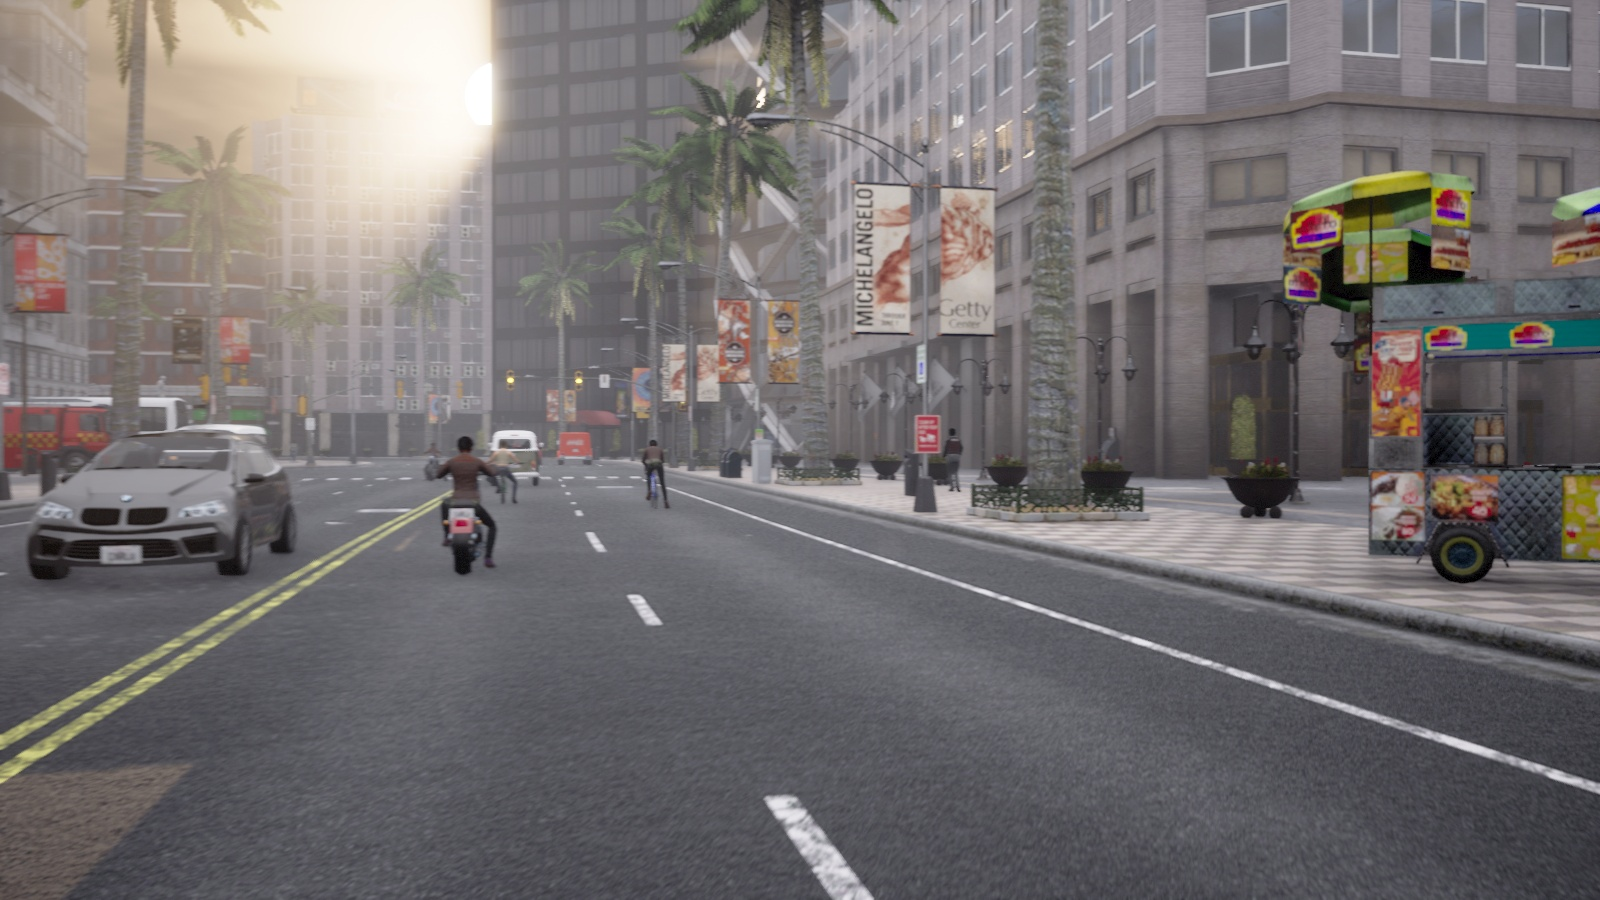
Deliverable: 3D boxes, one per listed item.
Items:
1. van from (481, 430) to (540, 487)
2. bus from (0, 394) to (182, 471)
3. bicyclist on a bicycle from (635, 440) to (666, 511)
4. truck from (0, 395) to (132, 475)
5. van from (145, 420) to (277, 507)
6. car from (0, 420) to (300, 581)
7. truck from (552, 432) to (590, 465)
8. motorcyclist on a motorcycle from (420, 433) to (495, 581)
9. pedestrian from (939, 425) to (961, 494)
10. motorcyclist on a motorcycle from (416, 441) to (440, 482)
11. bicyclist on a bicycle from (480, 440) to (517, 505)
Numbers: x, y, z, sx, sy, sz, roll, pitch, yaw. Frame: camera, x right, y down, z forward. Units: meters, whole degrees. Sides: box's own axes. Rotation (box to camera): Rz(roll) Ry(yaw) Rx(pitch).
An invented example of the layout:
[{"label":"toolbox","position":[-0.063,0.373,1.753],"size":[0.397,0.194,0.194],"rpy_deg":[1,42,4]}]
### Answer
[{"label":"van","position":[-10.810,0.272,47.039],"size":[2.069,2.038,4.480],"rpy_deg":[0,1,-12]},{"label":"bus","position":[-41.424,-0.970,71.811],"size":[10.273,4.253,3.944],"rpy_deg":[0,0,-12]},{"label":"bicyclist on a bicycle","position":[-3.530,0.578,29.512],"size":[0.582,1.620,1.656],"rpy_deg":[0,0,-12]},{"label":"truck","position":[-38.017,-0.715,61.928],"size":[8.468,3.827,2.891],"rpy_deg":[0,0,-12]},{"label":"van","position":[-14.792,0.328,31.801],"size":[2.069,2.038,4.480],"rpy_deg":[0,0,-12]},{"label":"car","position":[-7.740,0.521,15.439],"size":[2.242,1.667,4.611],"rpy_deg":[0,0,-12]},{"label":"truck","position":[-17.412,-0.134,95.280],"size":[2.627,2.467,5.204],"rpy_deg":[0,1,-13]},{"label":"motorcyclist on a motorcycle","position":[-4.111,0.631,15.227],"size":[0.766,1.649,2.350],"rpy_deg":[0,0,-12]},{"label":"pedestrian","position":[4.249,0.267,35.616],"size":[0.402,1.930,0.666],"rpy_deg":[0,0,-12]},{"label":"motorcyclist on a motorcycle","position":[-15.567,0.468,52.614],"size":[0.766,1.649,2.350],"rpy_deg":[0,0,-12]},{"label":"bicyclist on a bicycle","position":[-7.629,0.546,31.819],"size":[0.866,1.612,1.509],"rpy_deg":[0,0,-12]}]
